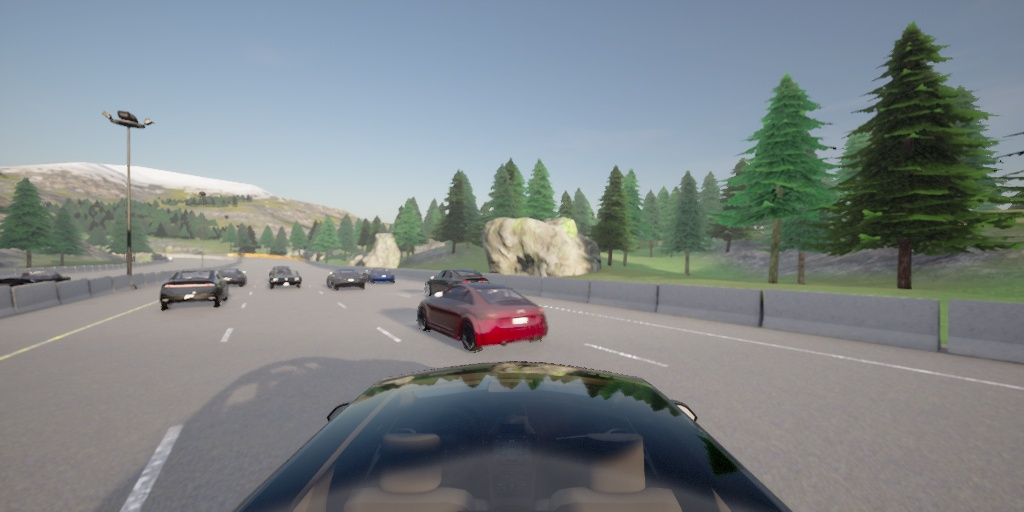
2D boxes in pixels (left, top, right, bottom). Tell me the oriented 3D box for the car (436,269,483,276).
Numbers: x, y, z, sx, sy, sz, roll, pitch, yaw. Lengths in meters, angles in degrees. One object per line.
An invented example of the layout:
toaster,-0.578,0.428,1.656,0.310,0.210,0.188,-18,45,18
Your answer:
car,-2.917,1.413,18.490,1.837,1.490,4.892,0,-1,-34

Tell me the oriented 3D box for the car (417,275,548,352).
car,-0.948,1.375,9.338,1.994,1.385,4.181,0,-1,-34

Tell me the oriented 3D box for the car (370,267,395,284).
car,-11.826,1.692,31.645,1.994,1.385,4.181,0,-1,-34

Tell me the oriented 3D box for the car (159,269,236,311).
car,-13.617,1.381,15.574,2.128,1.511,4.902,0,-1,-34

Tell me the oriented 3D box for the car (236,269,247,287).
car,-22.176,1.677,28.204,1.994,1.385,4.181,0,-1,-34

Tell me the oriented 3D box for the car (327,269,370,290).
car,-11.745,1.592,25.283,1.994,1.385,4.181,0,-1,-34

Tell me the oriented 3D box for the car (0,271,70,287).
car,-32.380,1.690,24.252,1.895,1.301,4.718,0,-1,-34

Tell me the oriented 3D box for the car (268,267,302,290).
car,-16.498,1.659,26.061,1.895,1.301,4.718,0,-1,-34
